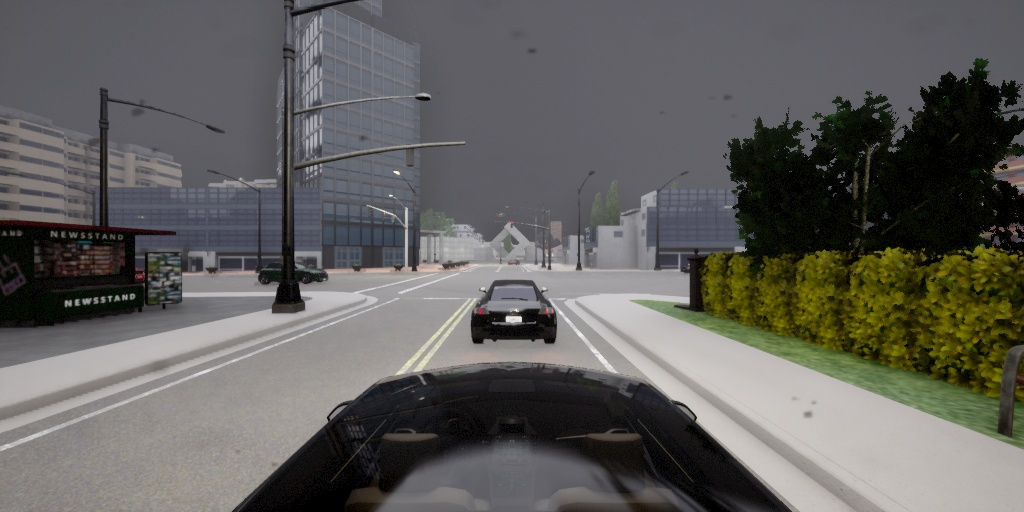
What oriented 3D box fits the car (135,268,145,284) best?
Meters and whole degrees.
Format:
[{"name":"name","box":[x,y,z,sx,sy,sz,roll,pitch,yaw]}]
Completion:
[{"name":"car","box":[-30.848,1.260,27.051,5.566,2.045,2.150,-1,0,-1]}]

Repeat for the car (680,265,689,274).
[{"name":"car","box":[20.347,1.266,38.369,4.181,1.385,1.994,0,0,-2]}]

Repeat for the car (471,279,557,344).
[{"name":"car","box":[0.045,1.314,9.637,1.994,1.385,4.181,0,0,0]}]

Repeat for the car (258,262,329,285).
[{"name":"car","box":[-16.494,1.210,27.224,4.553,1.767,2.097,-1,0,-1]}]
